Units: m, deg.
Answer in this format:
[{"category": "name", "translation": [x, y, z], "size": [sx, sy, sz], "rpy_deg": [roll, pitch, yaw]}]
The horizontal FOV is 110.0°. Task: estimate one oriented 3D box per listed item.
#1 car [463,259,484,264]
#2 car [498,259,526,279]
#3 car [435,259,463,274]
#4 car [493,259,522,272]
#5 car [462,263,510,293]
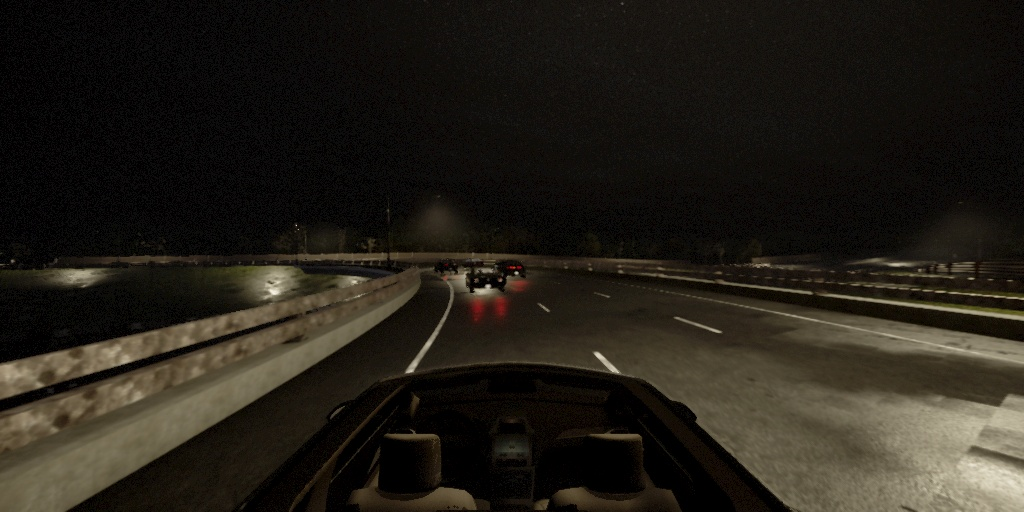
[{"category": "car", "translation": [-5.835, 1.088, 53.306], "size": [2.033, 1.411, 5.357], "rpy_deg": [-1, 0, -28]}, {"category": "car", "translation": [-0.283, 1.088, 30.032], "size": [1.837, 1.490, 4.892], "rpy_deg": [-1, 0, -15]}, {"category": "car", "translation": [-7.404, 1.138, 40.065], "size": [2.128, 1.511, 4.902], "rpy_deg": [-1, 1, -22]}, {"category": "car", "translation": [-0.596, 1.084, 41.985], "size": [1.994, 1.385, 4.181], "rpy_deg": [-1, 0, -23]}, {"category": "car", "translation": [-1.626, 1.266, 20.491], "size": [1.895, 1.301, 4.718], "rpy_deg": [-1, 0, -11]}]
